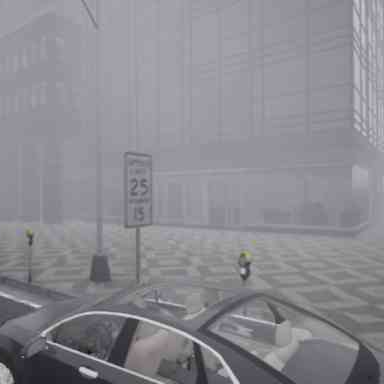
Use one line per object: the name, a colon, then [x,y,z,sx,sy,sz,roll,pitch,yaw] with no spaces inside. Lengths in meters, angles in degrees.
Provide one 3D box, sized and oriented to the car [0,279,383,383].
car: [-0.317,1.569,3.188,4.403,1.369,2.008,-1,0,36]
